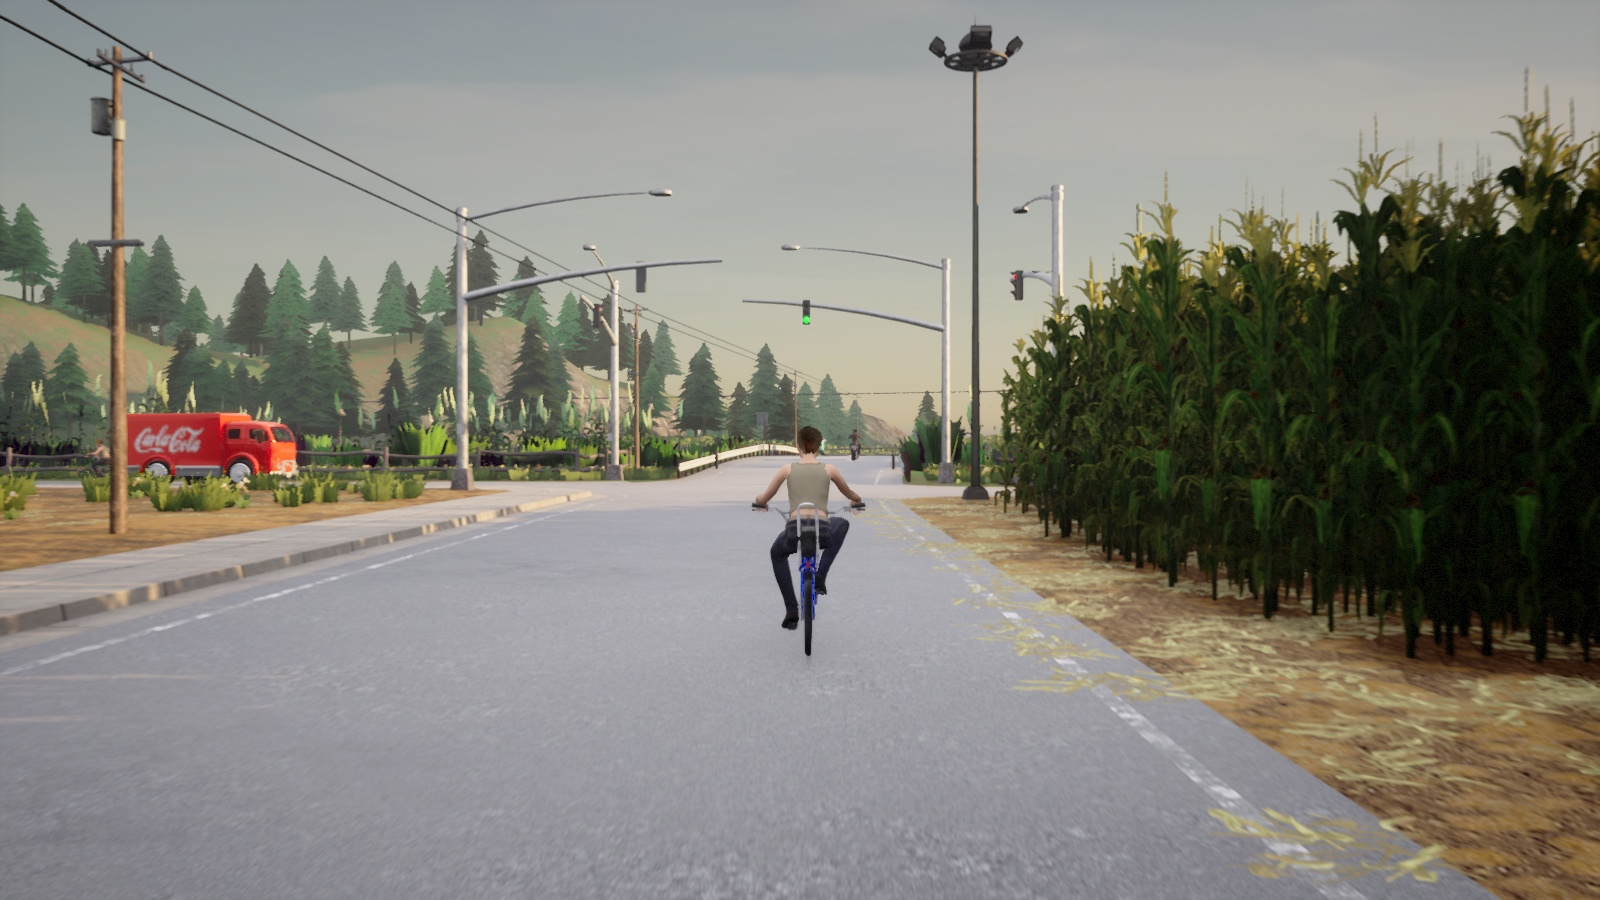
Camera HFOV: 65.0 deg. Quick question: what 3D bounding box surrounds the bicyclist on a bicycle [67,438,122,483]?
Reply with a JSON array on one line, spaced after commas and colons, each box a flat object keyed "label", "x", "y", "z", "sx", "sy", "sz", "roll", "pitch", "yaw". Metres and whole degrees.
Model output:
[{"label": "bicyclist on a bicycle", "x": -25.636, "y": 0.371, "z": 45.631, "sx": 1.509, "sy": 1.612, "sz": 0.866, "roll": 0, "pitch": 0, "yaw": 4}]

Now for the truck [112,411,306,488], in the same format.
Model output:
[{"label": "truck", "x": -19.564, "y": -0.024, "z": 41.777, "sx": 5.204, "sy": 2.467, "sz": 2.627, "roll": 0, "pitch": 0, "yaw": 3}]

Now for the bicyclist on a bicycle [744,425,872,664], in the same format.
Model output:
[{"label": "bicyclist on a bicycle", "x": 0.063, "y": 0.631, "z": 9.225, "sx": 0.866, "sy": 1.612, "sz": 1.509, "roll": 0, "pitch": 0, "yaw": 1}]
